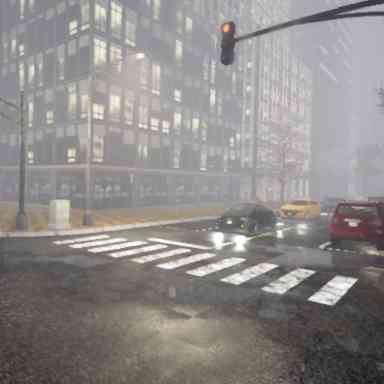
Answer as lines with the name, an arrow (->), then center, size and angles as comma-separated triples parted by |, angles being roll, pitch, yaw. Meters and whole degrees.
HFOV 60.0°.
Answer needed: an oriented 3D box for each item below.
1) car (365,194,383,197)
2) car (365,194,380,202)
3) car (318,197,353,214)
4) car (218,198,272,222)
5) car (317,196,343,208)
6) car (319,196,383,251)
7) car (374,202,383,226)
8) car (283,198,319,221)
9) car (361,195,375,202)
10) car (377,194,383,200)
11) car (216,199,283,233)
car -> 19.726, 1.231, 35.261 | 2.097, 1.767, 4.553 | 2, 1, 36
car -> 37.510, 1.224, 69.052 | 2.008, 1.369, 4.403 | 2, 1, 36
car -> 14.647, 1.315, 33.774 | 2.033, 1.411, 5.357 | 2, 1, 36
car -> 3.875, 1.198, 23.590 | 1.752, 1.417, 4.829 | 2, 1, 36
car -> 17.390, 1.244, 41.857 | 1.947, 1.339, 4.313 | 2, 1, 36
car -> 7.362, 1.277, 14.210 | 2.192, 1.841, 5.009 | 2, 1, 36
car -> 14.168, 1.491, 23.419 | 1.752, 1.417, 4.829 | 2, 1, 36
car -> 8.318, 1.242, 25.218 | 1.882, 1.535, 5.008 | 2, 1, 36
car -> 34.157, 1.256, 64.520 | 1.802, 1.307, 4.206 | 2, 1, 36
car -> 47.571, 1.218, 82.650 | 2.008, 1.369, 4.403 | 2, 1, 36
car -> 3.044, 1.325, 18.100 | 1.994, 1.385, 4.181 | 2, 1, 36
